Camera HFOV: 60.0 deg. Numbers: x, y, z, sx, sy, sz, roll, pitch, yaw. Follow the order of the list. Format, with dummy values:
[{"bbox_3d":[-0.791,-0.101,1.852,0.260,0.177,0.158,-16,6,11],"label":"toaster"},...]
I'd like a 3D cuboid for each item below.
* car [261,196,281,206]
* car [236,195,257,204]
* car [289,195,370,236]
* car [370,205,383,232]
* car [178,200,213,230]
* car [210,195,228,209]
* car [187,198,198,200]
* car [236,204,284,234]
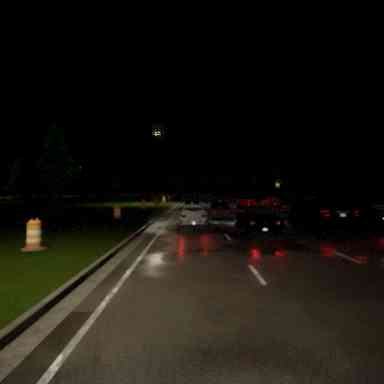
[{"bbox_3d":[10.548,1.336,44.624,1.882,1.535,5.008,0,0,1],"label":"car"},{"bbox_3d":[7.032,1.214,43.231,2.097,1.767,4.553,0,0,1],"label":"car"},{"bbox_3d":[7.103,1.165,18.310,2.150,2.045,5.566,0,0,0],"label":"car"},{"bbox_3d":[10.589,1.464,19.488,1.812,1.442,4.674,0,0,0],"label":"car"},{"bbox_3d":[0.101,1.460,20.522,1.812,1.442,4.674,0,0,0],"label":"car"},{"bbox_3d":[3.535,1.214,43.489,2.097,1.767,4.553,0,0,1],"label":"car"},{"bbox_3d":[0.023,1.414,42.268,2.033,1.411,5.357,0,0,0],"label":"car"},{"bbox_3d":[3.601,1.542,18.567,1.895,1.301,4.718,0,0,0],"label":"car"}]
